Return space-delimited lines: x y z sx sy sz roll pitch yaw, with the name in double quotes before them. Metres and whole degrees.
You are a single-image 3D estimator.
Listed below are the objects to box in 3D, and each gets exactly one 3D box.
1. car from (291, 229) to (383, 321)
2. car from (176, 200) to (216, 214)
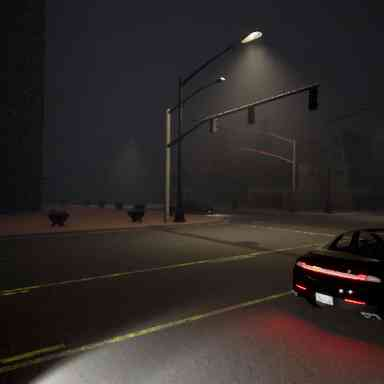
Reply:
"car" 4.098 1.503 6.727 4.902 1.511 2.128 0 0 -35
"car" 0.265 1.624 36.056 2.033 1.411 5.357 1 -1 -35
